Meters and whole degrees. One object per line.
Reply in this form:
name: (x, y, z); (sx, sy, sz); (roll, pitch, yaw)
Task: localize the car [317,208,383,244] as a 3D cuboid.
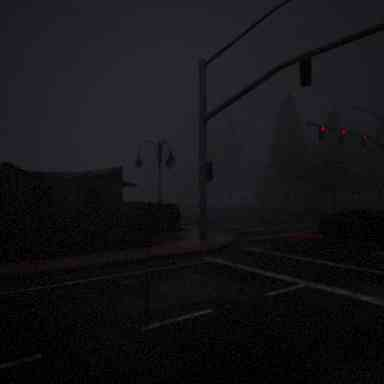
car: (7.669, 1.462, 13.861); (1.837, 1.490, 4.892); (0, 0, -36)
